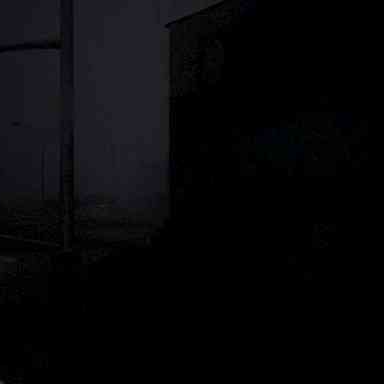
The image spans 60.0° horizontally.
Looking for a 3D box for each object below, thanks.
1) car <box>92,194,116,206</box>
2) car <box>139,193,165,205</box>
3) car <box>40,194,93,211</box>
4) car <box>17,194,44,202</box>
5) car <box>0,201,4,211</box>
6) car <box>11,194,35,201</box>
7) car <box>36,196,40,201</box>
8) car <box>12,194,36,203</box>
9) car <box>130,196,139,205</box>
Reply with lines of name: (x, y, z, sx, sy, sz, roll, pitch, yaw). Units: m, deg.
car: (-13.162, 1.082, 47.741, 1.932, 1.855, 4.605, 0, 0, 35)
car: (-5.915, 1.064, 52.234, 1.905, 1.878, 3.866, 0, 0, 35)
car: (-13.331, 1.288, 35.560, 2.007, 1.523, 4.514, 0, 0, 35)
car: (-36.174, 1.287, 74.530, 2.152, 1.636, 5.027, 0, 0, 35)
car: (-20.409, 1.219, 31.952, 1.970, 1.475, 3.806, 0, 0, 35)
car: (-38.757, 1.293, 76.310, 2.007, 1.523, 4.514, 0, 0, 35)
car: (-22.886, 1.272, 55.559, 2.007, 1.523, 4.514, 0, 0, 35)
car: (-30.994, 1.285, 61.401, 1.845, 1.501, 3.633, 0, 0, 35)
car: (-8.266, 1.345, 54.664, 1.970, 1.475, 3.806, 0, 0, 35)
